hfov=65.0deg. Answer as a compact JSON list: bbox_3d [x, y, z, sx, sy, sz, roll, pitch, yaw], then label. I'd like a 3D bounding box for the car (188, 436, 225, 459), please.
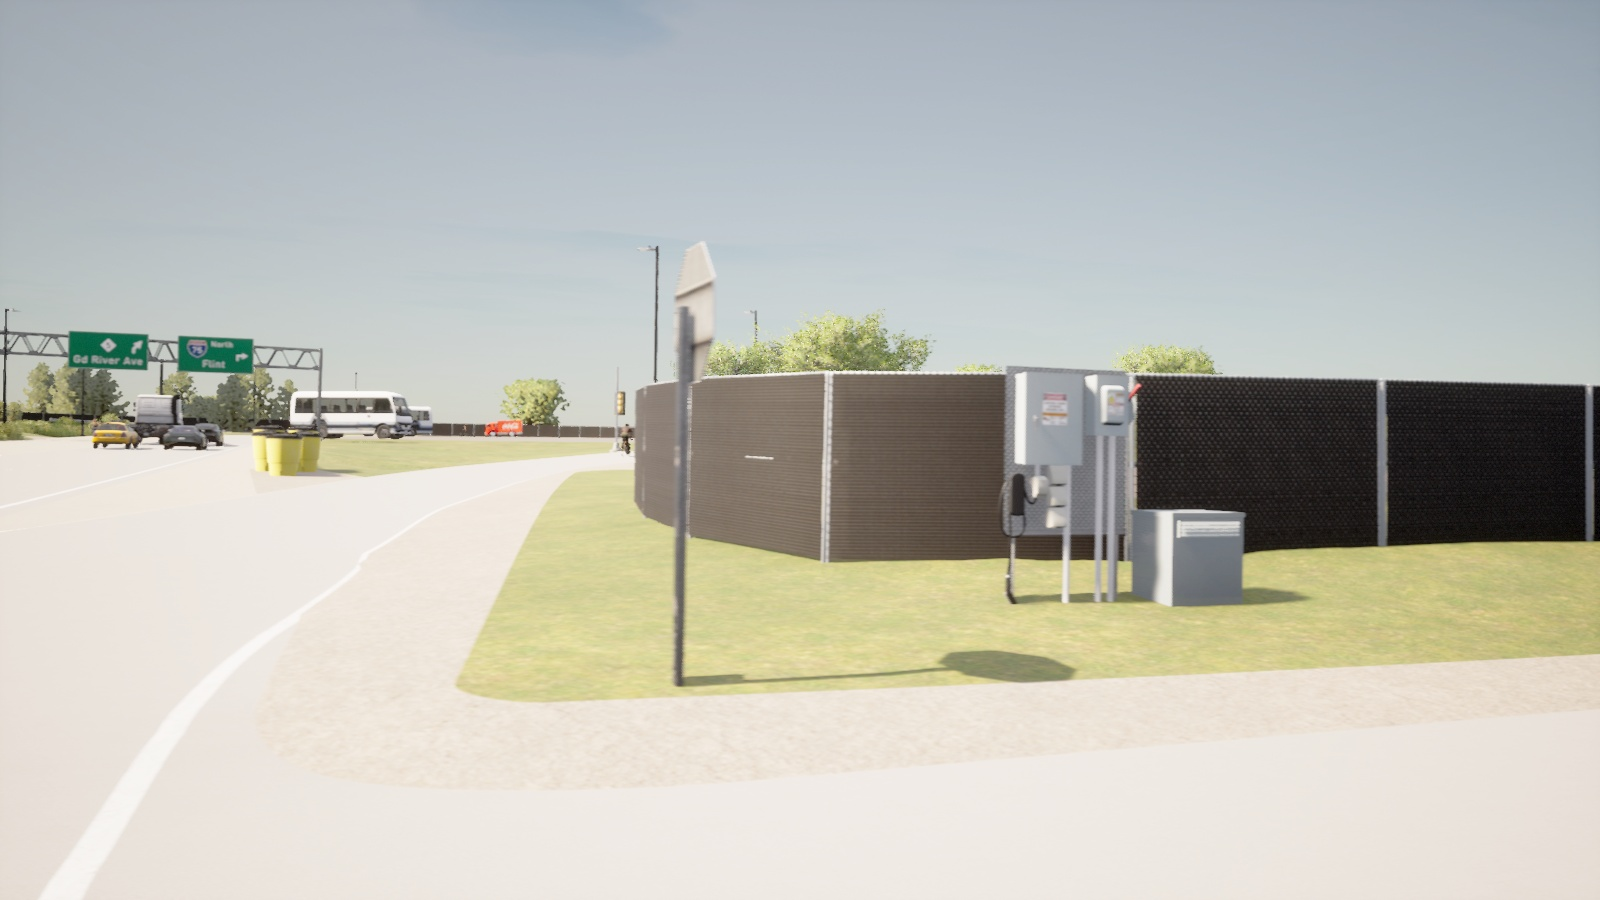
[{"bbox_3d":[-39.652,-0.169,84.000,1.837,1.490,4.892,0,1,-21],"label":"car"}]

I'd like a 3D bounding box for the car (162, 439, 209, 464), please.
[{"bbox_3d":[-34.937,0.051,71.457,1.994,1.385,4.181,0,1,-21],"label":"car"}]

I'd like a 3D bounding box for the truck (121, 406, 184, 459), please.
[{"bbox_3d":[-43.920,-1.179,85.398,2.891,3.462,7.936,0,1,-21],"label":"truck"}]

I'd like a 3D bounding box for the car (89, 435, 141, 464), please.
[{"bbox_3d":[-38.166,-0.061,70.098,1.801,1.575,5.366,0,1,-21],"label":"car"}]
